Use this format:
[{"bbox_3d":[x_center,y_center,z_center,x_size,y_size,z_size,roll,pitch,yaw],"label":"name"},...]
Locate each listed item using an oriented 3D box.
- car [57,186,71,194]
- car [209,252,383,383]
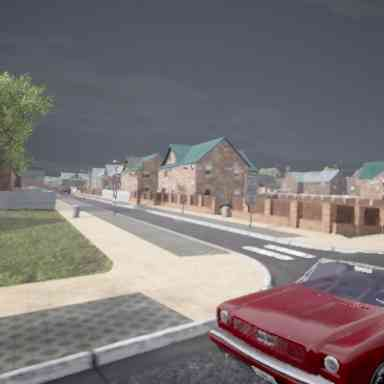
[{"bbox_3d":[-31.052,-0.478,81.791,2.150,2.045,5.566,2,0,-26],"label":"car"},{"bbox_3d":[2.552,1.663,4.841,4.718,1.301,1.895,1,-1,-36],"label":"car"}]
